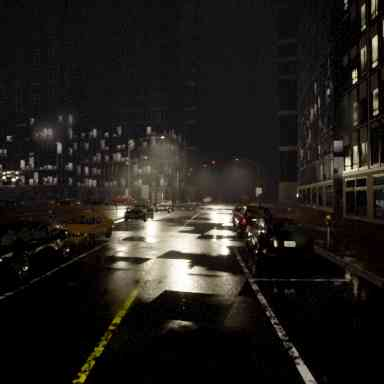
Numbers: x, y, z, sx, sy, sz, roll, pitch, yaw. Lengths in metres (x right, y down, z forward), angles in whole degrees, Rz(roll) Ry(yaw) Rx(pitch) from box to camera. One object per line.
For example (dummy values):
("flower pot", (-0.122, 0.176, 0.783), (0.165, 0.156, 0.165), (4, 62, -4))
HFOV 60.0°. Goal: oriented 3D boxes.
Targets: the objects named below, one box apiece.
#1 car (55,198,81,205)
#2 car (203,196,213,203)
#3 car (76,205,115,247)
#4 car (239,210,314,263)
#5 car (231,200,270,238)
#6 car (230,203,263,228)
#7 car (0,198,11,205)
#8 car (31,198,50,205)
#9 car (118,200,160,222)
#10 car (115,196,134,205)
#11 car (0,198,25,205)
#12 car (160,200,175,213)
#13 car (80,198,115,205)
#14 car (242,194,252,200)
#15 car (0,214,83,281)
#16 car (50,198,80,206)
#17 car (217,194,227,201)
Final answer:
("car", (-23.950, 1.879, 64.404), (4.403, 1.369, 2.008), (0, -1, 15))
("car", (3.591, 1.671, 73.794), (1.752, 1.417, 4.829), (1, 0, 14))
("car", (-4.886, 1.539, 15.284), (1.752, 1.417, 4.829), (1, 0, 3))
("car", (2.980, 1.570, 11.890), (1.947, 1.339, 4.313), (1, 0, 2))
("car", (3.273, 1.448, 17.570), (1.967, 1.590, 4.097), (1, 0, 4))
("car", (3.662, 1.555, 23.200), (1.887, 1.381, 4.507), (1, 0, 5))
("car", (-40.134, 1.985, 68.848), (4.403, 1.369, 2.008), (0, -1, 15))
("car", (-29.508, 1.890, 65.931), (4.829, 1.417, 1.752), (0, -1, 15))
("car", (-4.118, 1.576, 26.383), (2.008, 1.369, 4.403), (1, 0, 5))
("car", (-13.160, 1.571, 61.446), (5.009, 1.841, 2.192), (0, -1, 15))
("car", (-31.417, 1.764, 58.284), (4.403, 1.369, 2.008), (0, -1, 15))
("car", (-2.988, 1.593, 37.140), (2.008, 1.369, 4.403), (1, 0, 7))
("car", (-15.240, 1.672, 53.842), (4.313, 1.339, 1.947), (0, -1, 15))
("car", (12.592, 1.436, 76.034), (2.192, 1.841, 5.009), (1, 0, 15))
("car", (-5.118, 1.574, 9.960), (1.947, 1.339, 4.313), (1, 0, 2))
("car", (-20.632, 1.692, 55.322), (4.403, 1.369, 2.008), (0, -1, 15))
("car", (8.153, 1.525, 89.883), (2.192, 1.841, 5.009), (1, 0, 16))
